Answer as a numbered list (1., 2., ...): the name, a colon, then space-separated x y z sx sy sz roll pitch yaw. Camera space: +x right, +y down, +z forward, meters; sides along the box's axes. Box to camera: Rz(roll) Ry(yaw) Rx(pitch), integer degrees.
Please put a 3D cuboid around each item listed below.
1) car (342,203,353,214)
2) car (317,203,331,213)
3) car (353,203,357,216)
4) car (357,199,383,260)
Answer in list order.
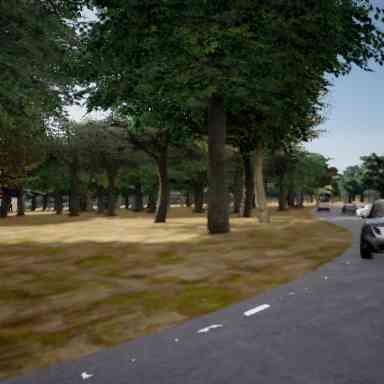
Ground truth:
1. car: 22.644 2.336 47.658 2.128 1.511 4.902 0 -1 19
2. car: 20.858 2.423 52.583 1.882 1.535 5.008 0 -1 19
3. car: 19.246 2.102 36.082 1.812 1.442 4.674 0 -1 14
4. car: 7.703 1.290 12.356 2.150 2.045 5.566 0 -1 32
